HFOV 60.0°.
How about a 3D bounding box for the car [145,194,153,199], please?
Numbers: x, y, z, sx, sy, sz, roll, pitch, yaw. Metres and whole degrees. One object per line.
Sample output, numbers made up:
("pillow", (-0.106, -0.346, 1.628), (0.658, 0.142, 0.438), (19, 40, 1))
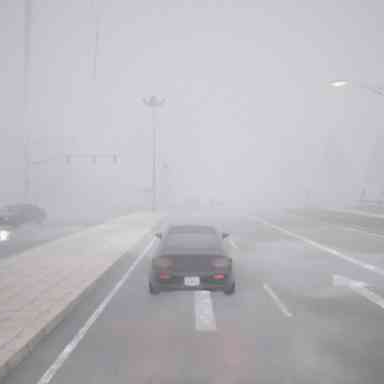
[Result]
("car", (-11.937, 1.324, 93.362), (1.812, 1.442, 4.674), (0, 0, -1))

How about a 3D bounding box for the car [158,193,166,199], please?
("car", (-8.438, 1.155, 93.445), (2.097, 1.767, 4.553), (0, 0, -1))

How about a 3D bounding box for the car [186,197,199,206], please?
("car", (0.101, 1.451, 52.567), (1.994, 1.385, 4.181), (0, 0, 0))

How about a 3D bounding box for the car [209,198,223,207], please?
("car", (3.599, 1.493, 50.154), (1.895, 1.301, 4.718), (0, 0, 0))

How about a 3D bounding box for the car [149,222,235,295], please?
("car", (0.001, 1.507, 8.559), (1.812, 1.442, 4.674), (0, 0, 0))

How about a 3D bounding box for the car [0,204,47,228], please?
("car", (-11.557, 1.500, 22.115), (2.033, 1.411, 5.357), (0, 0, 1))
